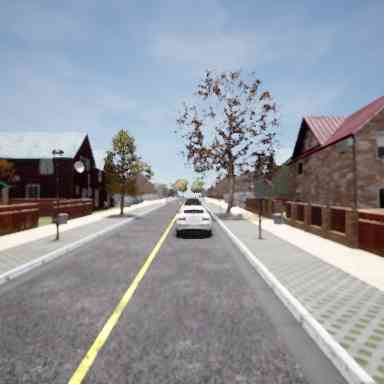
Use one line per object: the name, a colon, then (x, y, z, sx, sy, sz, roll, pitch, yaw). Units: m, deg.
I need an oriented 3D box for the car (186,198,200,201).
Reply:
car: (0.088, 1.390, 38.202, 1.882, 1.535, 5.008, 0, 0, 0)

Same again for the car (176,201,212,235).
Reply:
car: (0.095, 1.473, 18.452, 1.812, 1.442, 4.674, 0, 0, 0)
